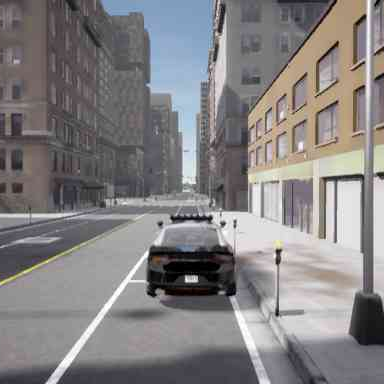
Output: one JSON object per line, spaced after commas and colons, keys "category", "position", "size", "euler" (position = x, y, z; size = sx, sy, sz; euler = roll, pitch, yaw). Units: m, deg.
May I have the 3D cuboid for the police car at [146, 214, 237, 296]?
{"category": "police car", "position": [-0.011, 1.413, 8.761], "size": [1.930, 1.638, 5.238], "euler": [0, 0, 0]}
